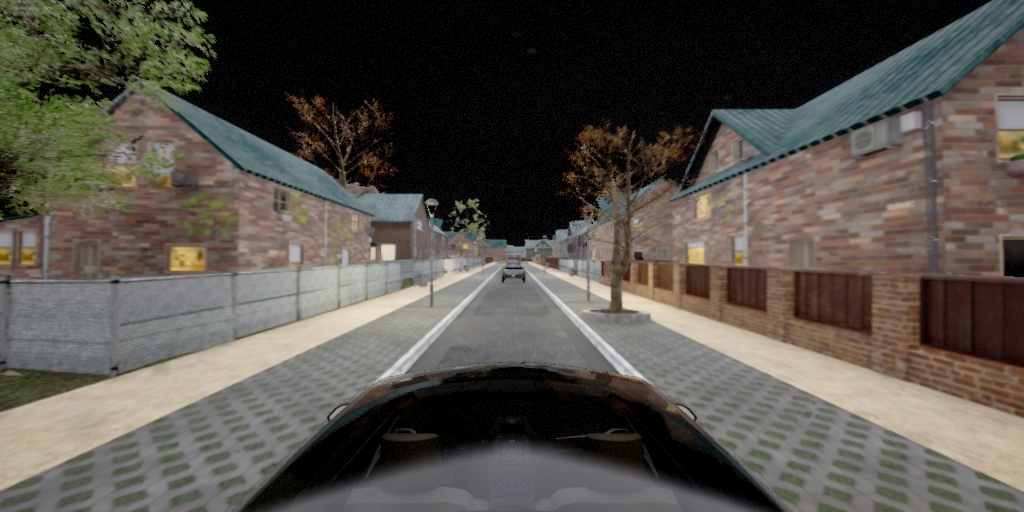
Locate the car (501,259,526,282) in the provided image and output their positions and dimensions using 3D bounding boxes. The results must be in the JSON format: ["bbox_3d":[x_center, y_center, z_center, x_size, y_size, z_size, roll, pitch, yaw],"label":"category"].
[{"bbox_3d":[0.128,1.256,28.813,2.128,1.511,4.902,0,0,0],"label":"car"}]
